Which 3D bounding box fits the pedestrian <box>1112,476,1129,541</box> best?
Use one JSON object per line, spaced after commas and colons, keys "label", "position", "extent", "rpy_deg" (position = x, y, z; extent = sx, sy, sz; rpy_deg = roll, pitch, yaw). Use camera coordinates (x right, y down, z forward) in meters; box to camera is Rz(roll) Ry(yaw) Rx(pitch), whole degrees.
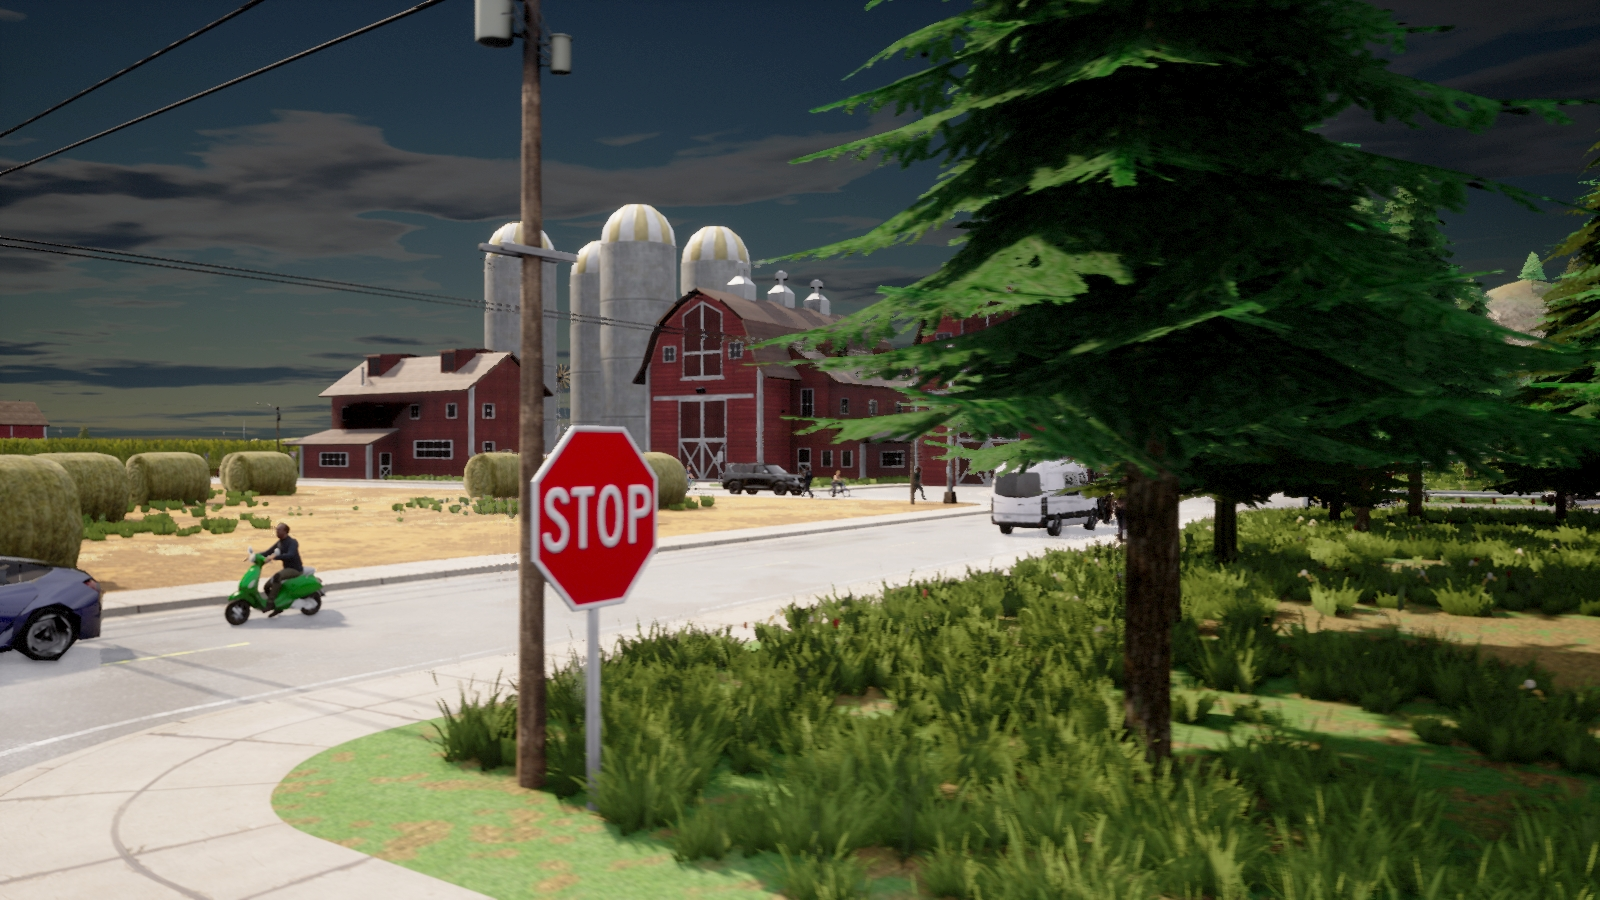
{"label": "pedestrian", "position": [9.289, 1.701, 33.136], "extent": [0.375, 1.860, 0.375], "rpy_deg": [0, 0, 33]}

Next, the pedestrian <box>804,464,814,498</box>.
{"label": "pedestrian", "position": [0.498, 1.690, 62.051], "extent": [0.375, 1.860, 0.375], "rpy_deg": [0, 0, -43]}

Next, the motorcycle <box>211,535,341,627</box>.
{"label": "motorcycle", "position": [-8.735, 2.150, 19.111], "extent": [0.856, 1.316, 1.805], "rpy_deg": [0, 0, 33]}

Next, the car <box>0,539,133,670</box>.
{"label": "car", "position": [-11.536, 2.068, 14.555], "extent": [2.163, 1.488, 4.792], "rpy_deg": [0, 0, 31]}

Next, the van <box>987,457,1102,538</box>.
{"label": "van", "position": [8.617, 1.542, 39.753], "extent": [1.988, 2.561, 5.915], "rpy_deg": [0, 0, 32]}

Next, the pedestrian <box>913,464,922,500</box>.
{"label": "pedestrian", "position": [6.133, 1.683, 59.683], "extent": [0.375, 1.860, 0.375], "rpy_deg": [0, 0, 32]}

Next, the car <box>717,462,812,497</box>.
{"label": "car", "position": [-2.202, 1.772, 70.483], "extent": [5.566, 2.045, 2.150], "rpy_deg": [0, 0, 32]}

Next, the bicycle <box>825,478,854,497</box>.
{"label": "bicycle", "position": [2.334, 2.238, 67.703], "extent": [1.487, 1.080, 0.859], "rpy_deg": [0, 0, 32]}
